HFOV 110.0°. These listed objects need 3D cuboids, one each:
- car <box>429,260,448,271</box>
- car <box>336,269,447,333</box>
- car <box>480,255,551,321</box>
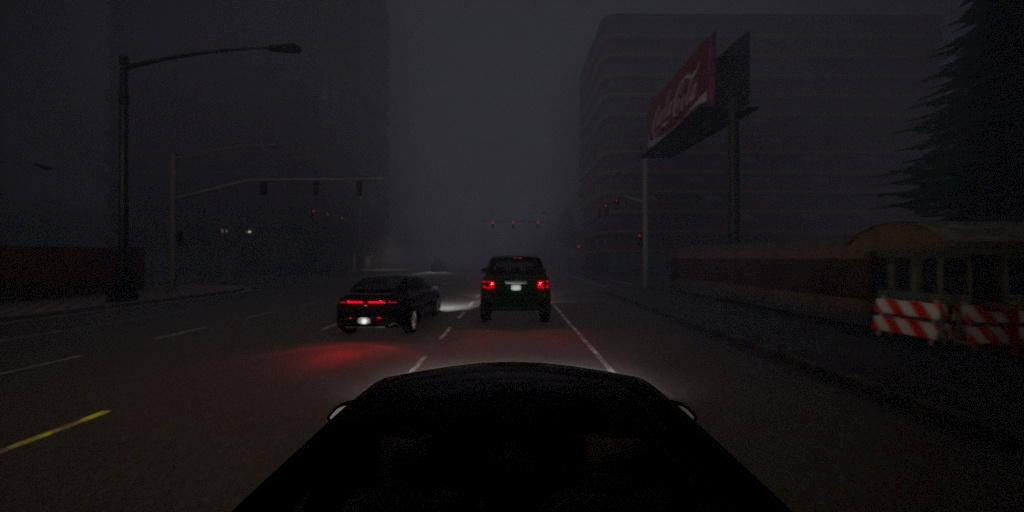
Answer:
[{"bbox_3d":[-10.529,1.331,51.505,2.097,1.767,4.553,0,0,0],"label":"car"},{"bbox_3d":[-3.449,1.296,10.854,1.837,1.490,4.892,0,0,1],"label":"car"},{"bbox_3d":[0.070,1.019,12.811,2.150,2.045,5.566,0,-1,-1],"label":"car"}]
